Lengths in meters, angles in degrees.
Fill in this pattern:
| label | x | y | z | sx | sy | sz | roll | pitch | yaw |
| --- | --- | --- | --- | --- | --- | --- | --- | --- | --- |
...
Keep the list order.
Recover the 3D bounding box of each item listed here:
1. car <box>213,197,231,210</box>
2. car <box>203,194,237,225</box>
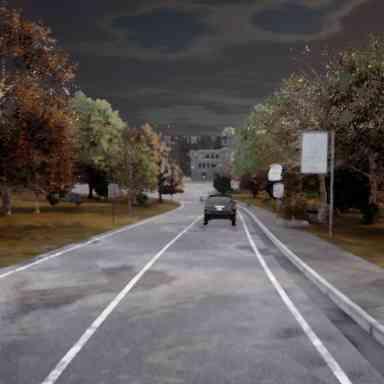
| label | x | y | z | sx | sy | sz | roll | pitch | yaw |
| --- | --- | --- | --- | --- | --- | --- | --- | --- | --- |
| car | 3.745 | 1.393 | 42.327 | 2.128 | 1.511 | 4.902 | 0 | 0 | 3 |
| car | 2.052 | 1.177 | 23.938 | 2.150 | 2.045 | 5.566 | 1 | 0 | 6 |
